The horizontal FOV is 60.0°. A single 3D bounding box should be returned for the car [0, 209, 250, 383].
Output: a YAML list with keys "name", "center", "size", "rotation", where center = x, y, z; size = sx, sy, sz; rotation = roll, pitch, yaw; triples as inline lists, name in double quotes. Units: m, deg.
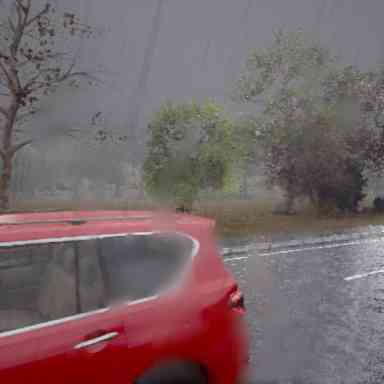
- name: "car"
  center: [-2.054, 1.212, 2.448]
  size: [5.566, 2.045, 2.150]
  rotation: [0, 0, -35]
